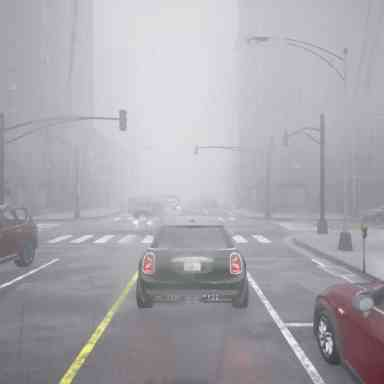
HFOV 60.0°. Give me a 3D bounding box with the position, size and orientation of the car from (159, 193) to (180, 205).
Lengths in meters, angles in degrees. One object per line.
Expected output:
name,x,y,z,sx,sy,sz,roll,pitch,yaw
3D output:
car,-3.066,1.211,42.823,2.150,2.045,5.566,0,1,0

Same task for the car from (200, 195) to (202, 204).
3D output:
car,2.709,1.544,52.386,2.008,1.369,4.403,0,0,0

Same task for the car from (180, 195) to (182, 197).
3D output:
car,-3.044,1.593,55.082,1.895,1.301,4.718,0,0,0

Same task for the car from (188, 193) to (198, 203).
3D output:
car,0.107,1.515,66.609,1.812,1.442,4.674,0,0,0

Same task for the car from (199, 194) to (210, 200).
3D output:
car,2.713,1.558,57.980,1.947,1.339,4.313,0,0,0

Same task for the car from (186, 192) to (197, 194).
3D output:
car,0.060,1.362,76.576,1.812,1.442,4.674,0,0,0

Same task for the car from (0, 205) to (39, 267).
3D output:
car,-5.852,1.315,8.635,2.192,1.841,5.009,0,0,0

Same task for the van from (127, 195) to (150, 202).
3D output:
van,-5.830,1.337,35.582,1.690,1.788,3.998,0,0,0

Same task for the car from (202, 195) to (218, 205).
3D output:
car,2.705,1.520,46.961,1.752,1.417,4.829,0,0,0

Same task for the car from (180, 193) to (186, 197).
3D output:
car,-2.945,1.513,70.137,2.033,1.411,5.357,0,0,0

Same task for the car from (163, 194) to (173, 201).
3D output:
car,-5.795,1.302,80.349,2.192,1.841,5.009,0,0,0

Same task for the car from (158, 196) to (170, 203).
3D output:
car,-5.804,1.540,69.158,2.008,1.369,4.403,0,0,0

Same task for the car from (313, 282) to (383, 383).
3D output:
car,2.670,1.440,3.130,1.967,1.590,4.097,0,0,0

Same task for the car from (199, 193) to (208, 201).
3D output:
car,3.069,1.210,86.585,2.150,2.045,5.566,0,0,0

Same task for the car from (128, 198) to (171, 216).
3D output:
car,-3.733,1.544,29.894,2.033,1.411,5.357,0,0,9

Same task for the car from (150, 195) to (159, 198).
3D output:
car,-5.826,1.310,41.179,2.192,1.841,5.009,0,0,0

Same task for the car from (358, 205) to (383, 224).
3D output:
car,14.395,1.515,23.743,4.674,1.442,1.812,0,0,1

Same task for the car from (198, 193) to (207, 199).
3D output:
car,2.718,1.305,63.574,2.192,1.841,5.009,0,0,0

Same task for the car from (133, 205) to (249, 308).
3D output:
car,0.015,1.352,8.056,2.097,1.767,4.553,0,0,0

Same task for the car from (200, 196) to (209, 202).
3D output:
car,2.727,1.570,74.763,1.802,1.307,4.206,0,0,0

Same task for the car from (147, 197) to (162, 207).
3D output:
car,-5.817,1.538,52.370,1.887,1.381,4.507,0,0,0

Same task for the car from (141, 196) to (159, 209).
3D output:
car,-5.822,1.434,46.774,1.967,1.590,4.097,0,0,0
